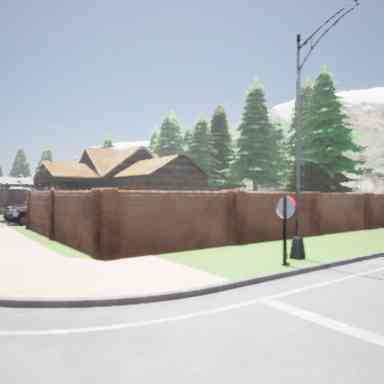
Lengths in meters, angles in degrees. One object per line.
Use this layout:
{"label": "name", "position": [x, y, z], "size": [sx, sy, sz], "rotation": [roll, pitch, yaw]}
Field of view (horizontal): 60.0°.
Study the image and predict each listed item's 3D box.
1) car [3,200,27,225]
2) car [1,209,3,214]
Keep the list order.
{"label": "car", "position": [-10.142, 1.263, 23.075], "size": [4.605, 1.855, 1.932], "rotation": [1, 0, -37]}
{"label": "car", "position": [-11.961, 1.267, 24.854], "size": [3.866, 1.878, 1.905], "rotation": [1, 0, -37]}
